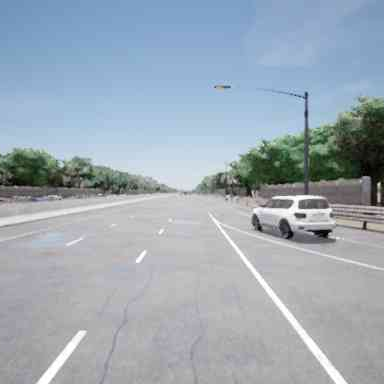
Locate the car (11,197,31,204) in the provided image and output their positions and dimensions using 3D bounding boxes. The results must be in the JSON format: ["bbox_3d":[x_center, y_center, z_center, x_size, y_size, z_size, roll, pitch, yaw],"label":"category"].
[{"bbox_3d":[-21.083,1.453,42.222,1.837,1.490,4.892,0,0,0],"label":"car"}]

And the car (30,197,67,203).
[{"bbox_3d":[-17.589,1.550,41.116,1.895,1.301,4.718,0,0,0],"label":"car"}]

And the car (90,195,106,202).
[{"bbox_3d":[-21.099,1.441,74.796,2.033,1.411,5.357,0,0,0],"label":"car"}]

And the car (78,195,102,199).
[{"bbox_3d":[-17.577,1.493,57.521,1.994,1.385,4.181,0,0,0],"label":"car"}]

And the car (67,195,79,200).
[{"bbox_3d":[-21.061,1.475,59.399,2.033,1.411,5.357,0,0,0],"label":"car"}]

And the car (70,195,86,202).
[{"bbox_3d":[-24.585,1.413,71.792,1.837,1.490,4.892,0,0,0],"label":"car"}]

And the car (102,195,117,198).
[{"bbox_3d":[-17.591,1.386,73.126,1.882,1.535,5.008,0,0,0],"label":"car"}]

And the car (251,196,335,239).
[{"bbox_3d":[5.048,1.213,17.407,2.150,2.045,5.566,0,0,-13],"label":"car"}]

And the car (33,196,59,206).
[{"bbox_3d":[-24.552,1.478,56.103,2.033,1.411,5.357,0,0,0],"label":"car"}]
